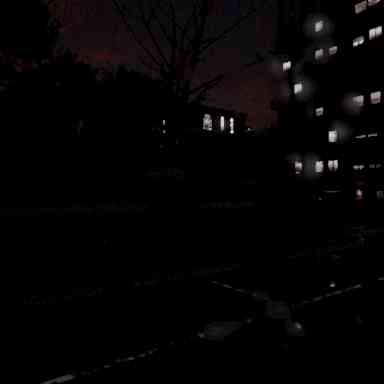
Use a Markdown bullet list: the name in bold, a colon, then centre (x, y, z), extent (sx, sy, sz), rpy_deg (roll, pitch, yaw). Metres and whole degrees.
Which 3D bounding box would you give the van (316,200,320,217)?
- **van**: centre (10.514, 1.636, 32.599), extent (1.690, 1.788, 3.998), rpy_deg (-1, 0, -36)
